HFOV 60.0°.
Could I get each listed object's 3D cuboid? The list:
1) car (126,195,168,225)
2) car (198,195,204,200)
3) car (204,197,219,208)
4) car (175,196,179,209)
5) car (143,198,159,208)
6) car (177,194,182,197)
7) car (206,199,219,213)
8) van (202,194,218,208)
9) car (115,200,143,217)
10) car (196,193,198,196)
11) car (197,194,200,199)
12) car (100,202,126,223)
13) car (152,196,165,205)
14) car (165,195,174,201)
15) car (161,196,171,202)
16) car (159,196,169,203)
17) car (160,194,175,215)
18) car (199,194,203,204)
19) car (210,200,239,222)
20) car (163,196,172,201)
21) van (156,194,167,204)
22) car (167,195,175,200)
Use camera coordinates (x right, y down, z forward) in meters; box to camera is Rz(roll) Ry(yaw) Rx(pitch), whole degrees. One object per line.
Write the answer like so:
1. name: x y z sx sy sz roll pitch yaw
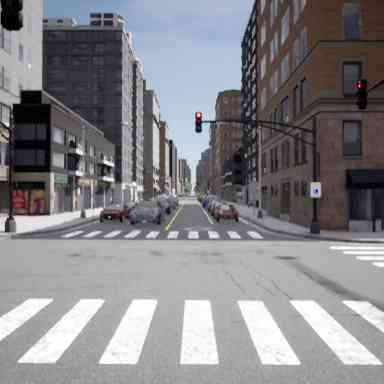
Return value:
1. car: -3.138 1.357 24.079 2.097 1.767 4.553 0 0 0
2. car: 2.514 1.563 94.238 1.752 1.417 4.829 1 0 0
3. car: 2.611 1.590 37.335 1.802 1.307 4.206 1 0 0
4. car: -3.159 1.575 43.844 1.994 1.385 4.181 0 0 1
5. car: -5.934 1.595 48.674 1.802 1.307 4.206 1 0 0
6. car: -3.146 1.507 54.077 2.128 1.511 4.902 0 0 0
7. car: 2.621 1.589 31.661 1.802 1.307 4.206 1 0 0
8. van: 2.604 1.352 43.008 1.690 1.788 3.998 1 0 0
9. car: -5.904 1.551 31.655 1.887 1.381 4.507 1 0 0
10. car: 2.535 1.347 82.722 2.192 1.841 5.009 1 0 0
11. car: 2.552 1.591 71.374 1.947 1.339 4.313 1 0 0
12. car: -5.894 1.550 25.982 1.887 1.381 4.507 1 0 0
13. car: -5.952 1.459 60.019 1.967 1.590 4.097 1 0 0
14. car: -6.003 1.601 88.384 1.947 1.339 4.313 1 0 0
15. car: -5.983 1.580 77.038 2.008 1.369 4.403 1 0 0
16. car: -5.973 1.608 71.365 1.802 1.307 4.206 1 0 0
17. car: -3.156 1.359 33.900 2.097 1.767 4.553 0 0 0
18. car: 2.595 1.328 48.681 2.192 1.841 5.009 1 0 0
19. car: 2.631 1.587 25.988 1.802 1.307 4.206 1 0 0
20. car: -5.993 1.598 82.711 1.947 1.339 4.313 1 0 0
21. van: -5.961 1.363 65.692 1.690 1.788 3.998 1 0 0
22. car: -6.012 1.582 94.056 1.887 1.381 4.507 1 0 0
